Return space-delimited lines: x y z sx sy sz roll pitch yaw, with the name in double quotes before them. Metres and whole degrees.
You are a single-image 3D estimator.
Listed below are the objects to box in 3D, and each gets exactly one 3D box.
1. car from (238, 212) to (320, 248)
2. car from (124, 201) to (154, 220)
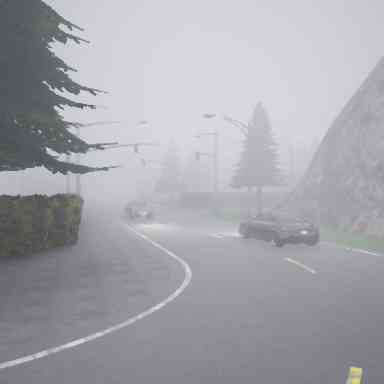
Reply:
"car" 3.754 1.571 15.009 1.994 1.385 4.181 0 0 -20
"car" -4.519 1.519 27.817 2.128 1.511 4.902 0 0 -20
